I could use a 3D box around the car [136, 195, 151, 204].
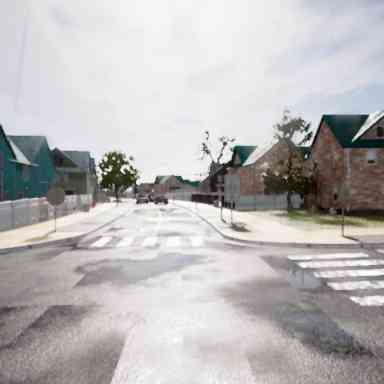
[{"bbox_3d":[-8.389,1.224,55.943,1.812,1.442,4.674,0,0,-11],"label":"car"}]

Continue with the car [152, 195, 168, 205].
[{"bbox_3d":[-4.853,1.203,52.365,1.837,1.490,4.892,0,0,-11],"label":"car"}]
